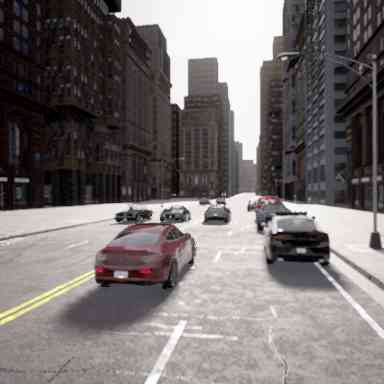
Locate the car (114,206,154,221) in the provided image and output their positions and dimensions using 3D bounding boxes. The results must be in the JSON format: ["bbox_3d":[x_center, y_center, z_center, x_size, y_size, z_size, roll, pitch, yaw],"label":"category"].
[{"bbox_3d":[-4.693,1.805,27.356,1.895,1.301,4.718,0,0,10],"label":"car"}]

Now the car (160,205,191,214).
[{"bbox_3d":[-1.329,1.761,27.713,1.994,1.385,4.181,0,0,10],"label":"car"}]

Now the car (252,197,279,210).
[{"bbox_3d":[6.370,1.400,27.756,2.150,2.045,5.566,0,0,10],"label":"car"}]

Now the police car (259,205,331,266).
[{"bbox_3d":[3.587,1.497,12.080,1.930,1.638,5.238,0,0,10],"label":"police car"}]

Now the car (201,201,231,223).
[{"bbox_3d":[2.200,1.752,27.857,1.994,1.385,4.181,0,0,10],"label":"car"}]

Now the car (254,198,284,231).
[{"bbox_3d":[5.311,1.487,21.789,2.097,1.767,4.553,0,0,10],"label":"car"}]

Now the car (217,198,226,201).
[{"bbox_3d":[5.975,1.986,68.295,1.882,1.535,5.008,0,0,10],"label":"car"}]

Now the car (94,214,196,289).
[{"bbox_3d":[-1.093,1.592,9.312,1.812,1.442,4.674,0,0,10],"label":"car"}]

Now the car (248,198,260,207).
[{"bbox_3d":[11.580,1.936,62.659,2.128,1.511,4.902,0,-1,10],"label":"car"}]

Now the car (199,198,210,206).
[{"bbox_3d":[2.555,2.014,67.658,1.837,1.490,4.892,0,0,10],"label":"car"}]

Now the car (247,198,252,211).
[{"bbox_3d":[8.576,1.872,45.701,1.994,1.385,4.181,0,0,10],"label":"car"}]
